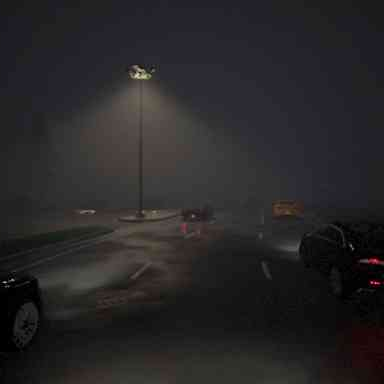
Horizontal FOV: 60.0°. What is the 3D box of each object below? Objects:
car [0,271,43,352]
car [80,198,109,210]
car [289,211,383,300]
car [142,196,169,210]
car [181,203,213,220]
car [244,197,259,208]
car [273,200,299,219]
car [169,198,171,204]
[{"bbox_3d":[-3.299,1.482,3.266,2.128,1.511,4.902,0,0,2],"label":"car"},{"bbox_3d":[-11.966,1.445,40.968,1.994,1.385,4.181,0,0,13],"label":"car"},{"bbox_3d":[4.031,1.466,8.221,2.128,1.511,4.902,0,0,5],"label":"car"},{"bbox_3d":[-4.745,1.356,41.173,1.882,1.535,5.008,0,0,13],"label":"car"},{"bbox_3d":[0.567,1.519,27.414,1.895,1.301,4.718,0,0,13],"label":"car"},{"bbox_3d":[7.962,1.415,44.330,2.033,1.411,5.357,0,0,13],"label":"car"},{"bbox_3d":[7.815,1.394,27.735,1.882,1.535,5.008,0,0,13],"label":"car"},{"bbox_3d":[-5.035,1.383,55.588,2.033,1.411,5.357,0,0,13],"label":"car"}]
